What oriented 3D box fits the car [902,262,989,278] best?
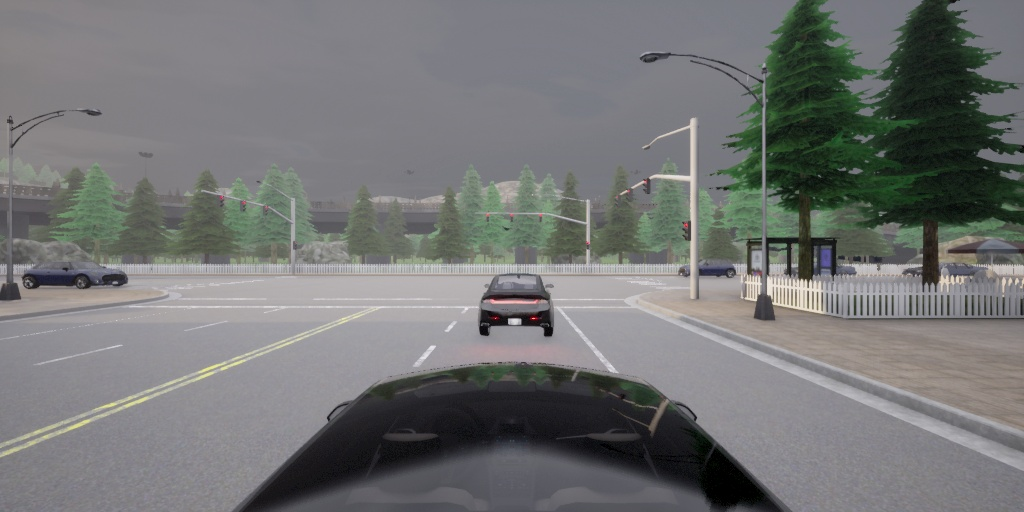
[{"bbox_3d":[38.061,1.242,31.508,5.357,1.411,2.033,0,0,10],"label":"car"}]

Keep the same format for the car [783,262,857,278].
[{"bbox_3d":[27.670,1.242,32.255,5.357,1.411,2.033,0,0,1],"label":"car"}]

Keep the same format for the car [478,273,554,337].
[{"bbox_3d":[0.180,1.242,10.352,2.128,1.511,4.902,0,0,3],"label":"car"}]

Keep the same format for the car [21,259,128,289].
[{"bbox_3d":[-26.394,1.046,21.812,4.553,1.767,2.097,0,0,0],"label":"car"}]

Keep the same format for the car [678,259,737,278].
[{"bbox_3d":[17.513,1.046,32.347,4.553,1.767,2.097,0,0,0],"label":"car"}]
